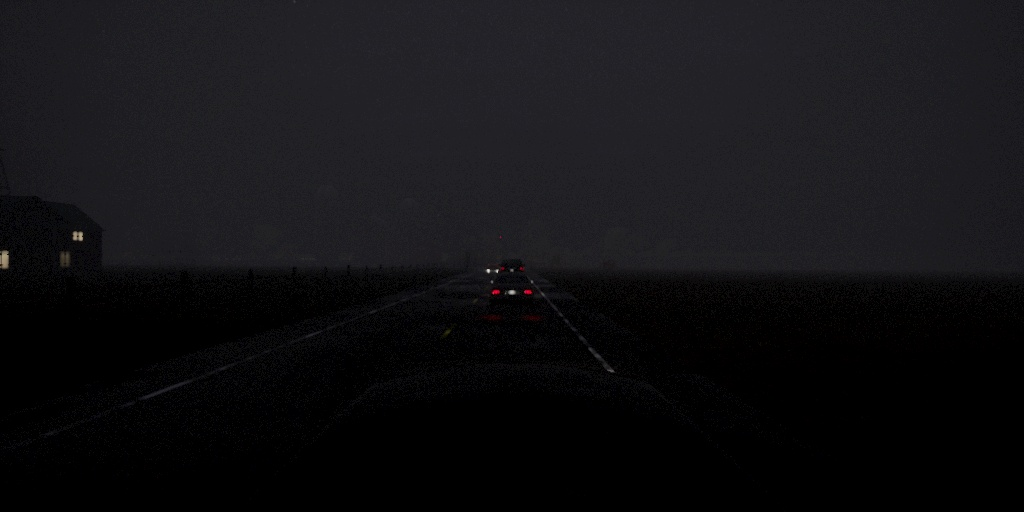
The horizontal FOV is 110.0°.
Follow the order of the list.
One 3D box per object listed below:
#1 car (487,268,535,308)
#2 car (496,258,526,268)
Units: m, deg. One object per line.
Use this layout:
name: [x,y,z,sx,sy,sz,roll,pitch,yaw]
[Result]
car: [0.000,1.425,15.831,2.033,1.411,5.357,0,0,0]
car: [-0.001,1.226,30.873,2.150,2.045,5.566,0,0,0]
